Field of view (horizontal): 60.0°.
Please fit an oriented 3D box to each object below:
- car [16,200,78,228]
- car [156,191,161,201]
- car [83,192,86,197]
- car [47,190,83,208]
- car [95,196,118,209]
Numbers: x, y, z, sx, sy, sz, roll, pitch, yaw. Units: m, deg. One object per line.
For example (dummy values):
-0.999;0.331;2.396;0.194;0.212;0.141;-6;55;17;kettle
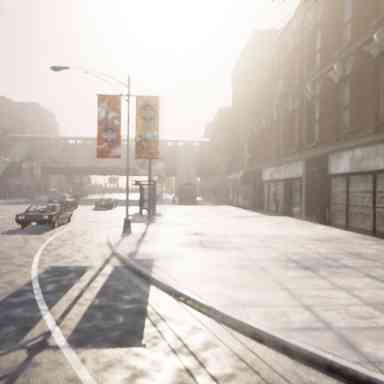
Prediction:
-8.535;1.350;19.769;1.895;1.301;4.718;1;0;-5;car
-9.435;0.768;85.098;2.231;1.521;4.892;1;0;6;car
-25.476;0.746;72.903;1.895;1.301;4.718;1;0;-4;car
-12.884;0.949;33.236;2.097;1.767;4.553;1;0;-4;car
-9.662;1.173;37.753;1.994;1.385;4.181;1;0;-3;car
